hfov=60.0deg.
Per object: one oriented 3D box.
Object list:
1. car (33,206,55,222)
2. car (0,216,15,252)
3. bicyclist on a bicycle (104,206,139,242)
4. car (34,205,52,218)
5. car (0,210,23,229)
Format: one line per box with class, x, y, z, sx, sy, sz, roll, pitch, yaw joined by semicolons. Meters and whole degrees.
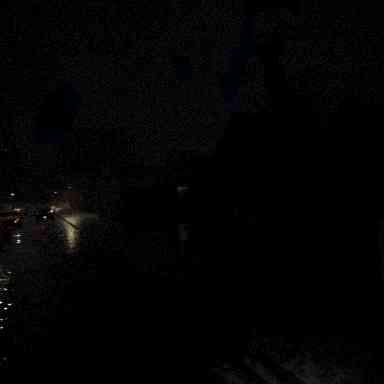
car;-15.950;2.349;35.991;1.837;1.490;4.892;-3;0;-24
car;-9.950;2.141;16.058;1.895;1.301;4.718;-3;0;-25
bicyclist on a bicycle;-3.283;1.461;15.516;1.656;1.620;0.582;-4;0;-25
car;-20.494;2.629;45.773;2.033;1.411;5.357;-3;0;-25
car;-15.649;2.320;28.458;1.882;1.535;5.008;-3;0;-24
